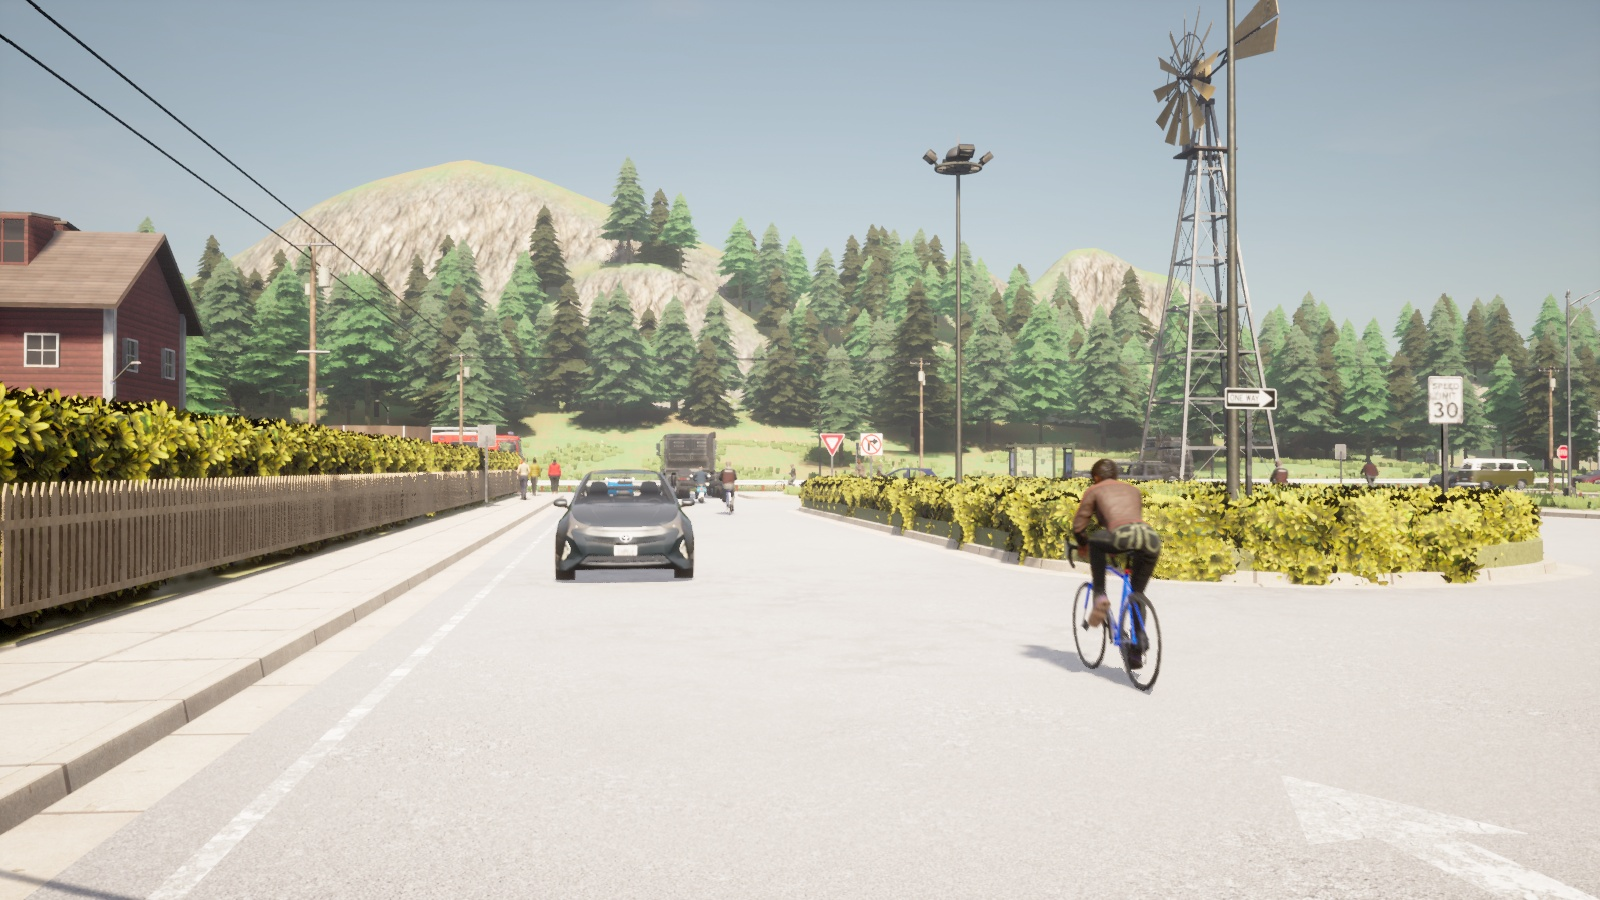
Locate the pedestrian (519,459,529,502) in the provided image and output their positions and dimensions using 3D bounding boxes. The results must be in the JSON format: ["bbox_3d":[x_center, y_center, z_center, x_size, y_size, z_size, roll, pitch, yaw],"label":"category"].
[{"bbox_3d":[-11.752,1.289,53.499,0.345,1.836,0.594,0,-1,-8],"label":"pedestrian"}]

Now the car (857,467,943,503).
[{"bbox_3d":[4.358,1.518,54.319,3.633,1.501,1.845,-1,-1,7],"label":"car"}]

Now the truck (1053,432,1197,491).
[{"bbox_3d":[19.659,0.681,76.158,7.936,3.462,2.891,0,-1,-8],"label":"truck"}]

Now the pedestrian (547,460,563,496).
[{"bbox_3d":[-12.896,1.467,66.051,0.634,1.844,0.899,-1,-1,1],"label":"pedestrian"}]

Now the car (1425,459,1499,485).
[{"bbox_3d":[43.770,1.444,83.103,3.988,1.617,1.851,0,-1,-8],"label":"car"}]

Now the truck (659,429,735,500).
[{"bbox_3d":[-5.477,0.755,65.445,2.891,3.462,7.936,0,-1,-13],"label":"truck"}]

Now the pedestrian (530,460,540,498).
[{"bbox_3d":[-12.945,1.404,61.281,0.431,1.840,0.709,0,-1,-10],"label":"pedestrian"}]

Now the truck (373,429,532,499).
[{"bbox_3d":[-19.588,0.774,71.053,8.468,3.827,2.891,0,-1,-16],"label":"truck"}]

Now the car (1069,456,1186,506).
[{"bbox_3d":[12.821,1.184,49.408,1.932,1.855,4.605,0,0,-25],"label":"car"}]

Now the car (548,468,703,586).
[{"bbox_3d":[-2.614,1.035,18.747,2.007,1.525,4.514,0,-1,-8],"label":"car"}]

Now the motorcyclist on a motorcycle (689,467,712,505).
[{"bbox_3d":[-4.281,1.530,54.113,0.866,1.590,1.817,0,-1,-8],"label":"motorcyclist on a motorcycle"}]

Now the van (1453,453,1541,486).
[{"bbox_3d":[44.166,1.218,79.626,4.480,2.038,2.069,0,-1,-8],"label":"van"}]

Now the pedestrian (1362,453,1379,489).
[{"bbox_3d":[29.366,1.079,64.631,0.634,1.844,0.899,-1,-1,13],"label":"pedestrian"}]

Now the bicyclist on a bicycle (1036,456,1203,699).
[{"bbox_3d":[2.309,0.872,9.284,0.582,1.620,1.656,0,-1,-8],"label":"bicyclist on a bicycle"}]
